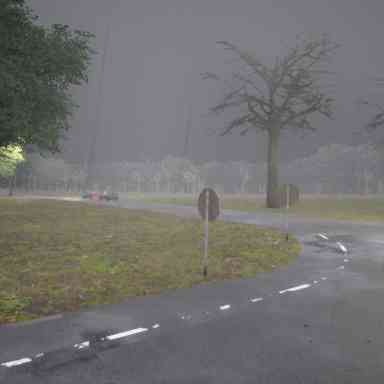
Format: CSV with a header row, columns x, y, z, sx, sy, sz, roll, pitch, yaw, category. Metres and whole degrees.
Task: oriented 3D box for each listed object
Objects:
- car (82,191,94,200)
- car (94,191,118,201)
x,y,z,sx,sy,sz,roll,pitch,yaw,category
-18.243,0.609,60.042,1.882,1.535,5.008,2,-1,-36,car
-13.481,0.657,53.485,2.128,1.511,4.902,2,-1,-35,car
